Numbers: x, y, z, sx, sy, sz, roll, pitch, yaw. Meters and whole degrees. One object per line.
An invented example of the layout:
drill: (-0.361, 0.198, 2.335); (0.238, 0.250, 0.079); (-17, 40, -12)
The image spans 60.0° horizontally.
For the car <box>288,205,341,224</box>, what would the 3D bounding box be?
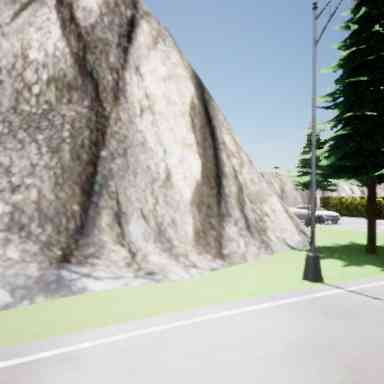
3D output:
car: (9.990, 1.788, 27.574); (1.812, 1.442, 4.674); (1, 0, -28)
